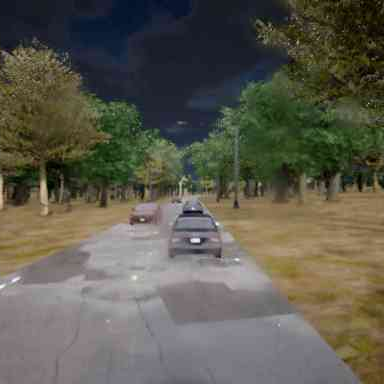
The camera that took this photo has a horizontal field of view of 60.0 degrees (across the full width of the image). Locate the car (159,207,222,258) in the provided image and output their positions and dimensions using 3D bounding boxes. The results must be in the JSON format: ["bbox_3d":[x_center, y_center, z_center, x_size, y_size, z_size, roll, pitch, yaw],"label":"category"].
[{"bbox_3d":[0.091,1.535,12.744,2.033,1.411,5.357,0,0,0],"label":"car"}]

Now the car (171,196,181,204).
[{"bbox_3d":[-3.004,1.554,64.733,2.033,1.411,5.357,0,0,0],"label":"car"}]

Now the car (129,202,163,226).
[{"bbox_3d":[-3.097,1.457,23.279,1.882,1.535,5.008,0,0,0],"label":"car"}]

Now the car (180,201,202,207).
[{"bbox_3d":[0.101,1.542,33.574,1.994,1.385,4.181,0,0,0],"label":"car"}]
